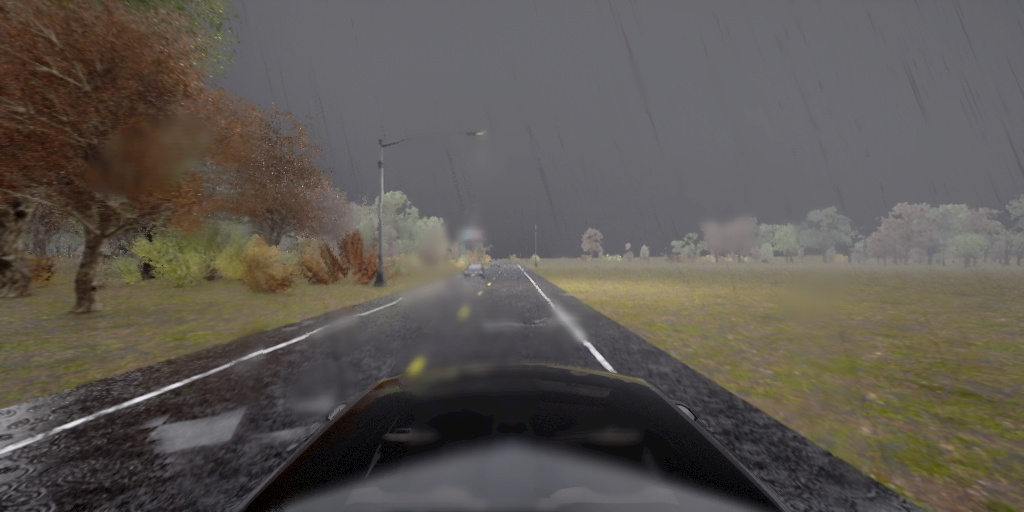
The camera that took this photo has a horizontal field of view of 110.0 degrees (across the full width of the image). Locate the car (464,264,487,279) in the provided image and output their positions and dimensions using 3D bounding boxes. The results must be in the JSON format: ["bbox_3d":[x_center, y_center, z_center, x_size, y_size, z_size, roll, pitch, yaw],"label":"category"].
[{"bbox_3d":[-3.588,1.491,35.585,1.812,1.442,4.674,0,0,0],"label":"car"}]
